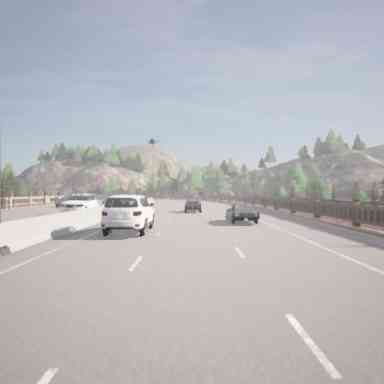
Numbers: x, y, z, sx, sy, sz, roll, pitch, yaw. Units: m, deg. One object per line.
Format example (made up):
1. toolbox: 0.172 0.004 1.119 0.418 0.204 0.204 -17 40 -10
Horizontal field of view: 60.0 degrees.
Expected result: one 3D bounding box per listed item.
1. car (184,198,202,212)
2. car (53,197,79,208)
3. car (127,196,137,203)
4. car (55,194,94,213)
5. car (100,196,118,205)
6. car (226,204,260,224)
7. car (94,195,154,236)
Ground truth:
1. car: 0.110 1.439 37.709 2.128 1.511 4.902 0 0 0
2. car: -17.587 1.459 46.804 1.837 1.490 4.892 0 -1 0
3. car: -13.176 1.547 72.664 1.994 1.385 4.181 0 0 -12
4. car: -10.588 1.171 31.471 2.150 2.045 5.566 0 0 0
5. car: -14.361 1.515 57.915 2.033 1.411 5.357 0 0 -4
6. car: 3.607 1.554 24.355 1.895 1.301 4.718 0 0 0
7. car: -3.394 1.183 18.328 2.150 2.045 5.566 0 0 0
